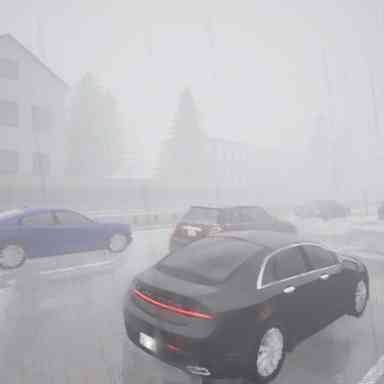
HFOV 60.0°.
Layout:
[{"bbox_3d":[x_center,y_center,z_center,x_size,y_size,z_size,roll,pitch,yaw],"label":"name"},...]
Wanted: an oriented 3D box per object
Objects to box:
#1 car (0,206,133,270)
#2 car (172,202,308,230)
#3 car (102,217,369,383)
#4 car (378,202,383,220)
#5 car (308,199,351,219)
[{"bbox_3d":[-4.094,1.151,9.910,5.008,1.535,1.882,0,2,-45],"label":"car"},{"bbox_3d":[1.506,1.131,10.518,4.553,1.767,2.097,0,2,-45],"label":"car"},{"bbox_3d":[1.249,1.397,5.354,4.892,1.490,1.837,0,2,-45],"label":"car"},{"bbox_3d":[15.196,1.112,24.028,4.553,1.767,2.097,0,2,-45],"label":"car"},{"bbox_3d":[9.113,1.202,22.951,5.357,1.411,2.033,0,2,-45],"label":"car"}]
